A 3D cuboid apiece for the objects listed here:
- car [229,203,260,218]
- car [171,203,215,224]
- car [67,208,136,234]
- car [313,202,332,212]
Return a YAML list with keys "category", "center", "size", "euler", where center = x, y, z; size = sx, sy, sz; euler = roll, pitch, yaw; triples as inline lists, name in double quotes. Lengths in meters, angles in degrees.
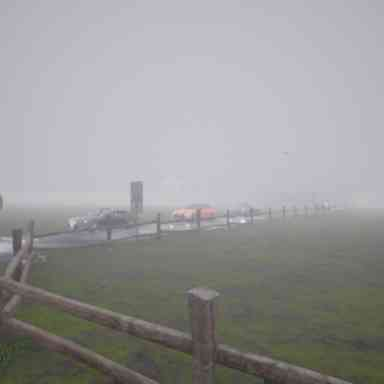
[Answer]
- category: "car"
  center: [6.031, 2.004, 38.010]
  size: [2.097, 1.767, 4.553]
  euler: [-1, -1, 35]
- category: "car"
  center: [0.175, 1.821, 29.720]
  size: [2.097, 1.767, 4.553]
  euler: [-1, -1, 35]
- category: "car"
  center: [-5.628, 1.780, 21.510]
  size: [2.128, 1.511, 4.902]
  euler: [-1, -1, 36]
- category: "car"
  center: [21.602, 2.395, 55.007]
  size: [2.097, 1.767, 4.553]
  euler: [-1, -1, 37]
